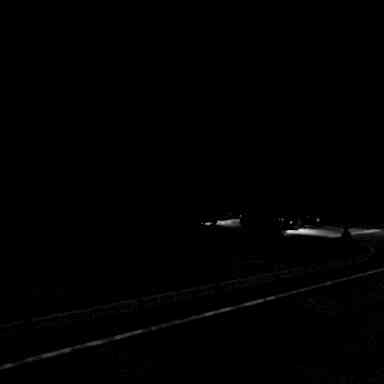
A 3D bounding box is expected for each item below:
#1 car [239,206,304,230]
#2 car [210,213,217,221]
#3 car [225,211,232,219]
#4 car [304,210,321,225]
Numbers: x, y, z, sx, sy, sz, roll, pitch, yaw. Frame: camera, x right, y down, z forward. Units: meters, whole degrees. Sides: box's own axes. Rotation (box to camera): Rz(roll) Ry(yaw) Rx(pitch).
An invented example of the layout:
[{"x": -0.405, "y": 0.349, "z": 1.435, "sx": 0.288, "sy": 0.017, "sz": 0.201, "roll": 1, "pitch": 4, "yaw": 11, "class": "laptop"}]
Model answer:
[{"x": 5.360, "y": 1.862, "z": 23.684, "sx": 1.994, "sy": 1.385, "sz": 4.181, "roll": 1, "pitch": -1, "yaw": -39, "class": "car"}, {"x": -0.024, "y": 1.976, "z": 30.135, "sx": 1.994, "sy": 1.385, "sz": 4.181, "roll": 1, "pitch": -2, "yaw": -41, "class": "car"}, {"x": 1.478, "y": 2.029, "z": 33.751, "sx": 2.033, "sy": 1.411, "sz": 5.357, "roll": 1, "pitch": -2, "yaw": -42, "class": "car"}, {"x": 7.722, "y": 1.838, "z": 26.331, "sx": 2.128, "sy": 1.511, "sz": 4.902, "roll": 1, "pitch": -1, "yaw": -39, "class": "car"}]
